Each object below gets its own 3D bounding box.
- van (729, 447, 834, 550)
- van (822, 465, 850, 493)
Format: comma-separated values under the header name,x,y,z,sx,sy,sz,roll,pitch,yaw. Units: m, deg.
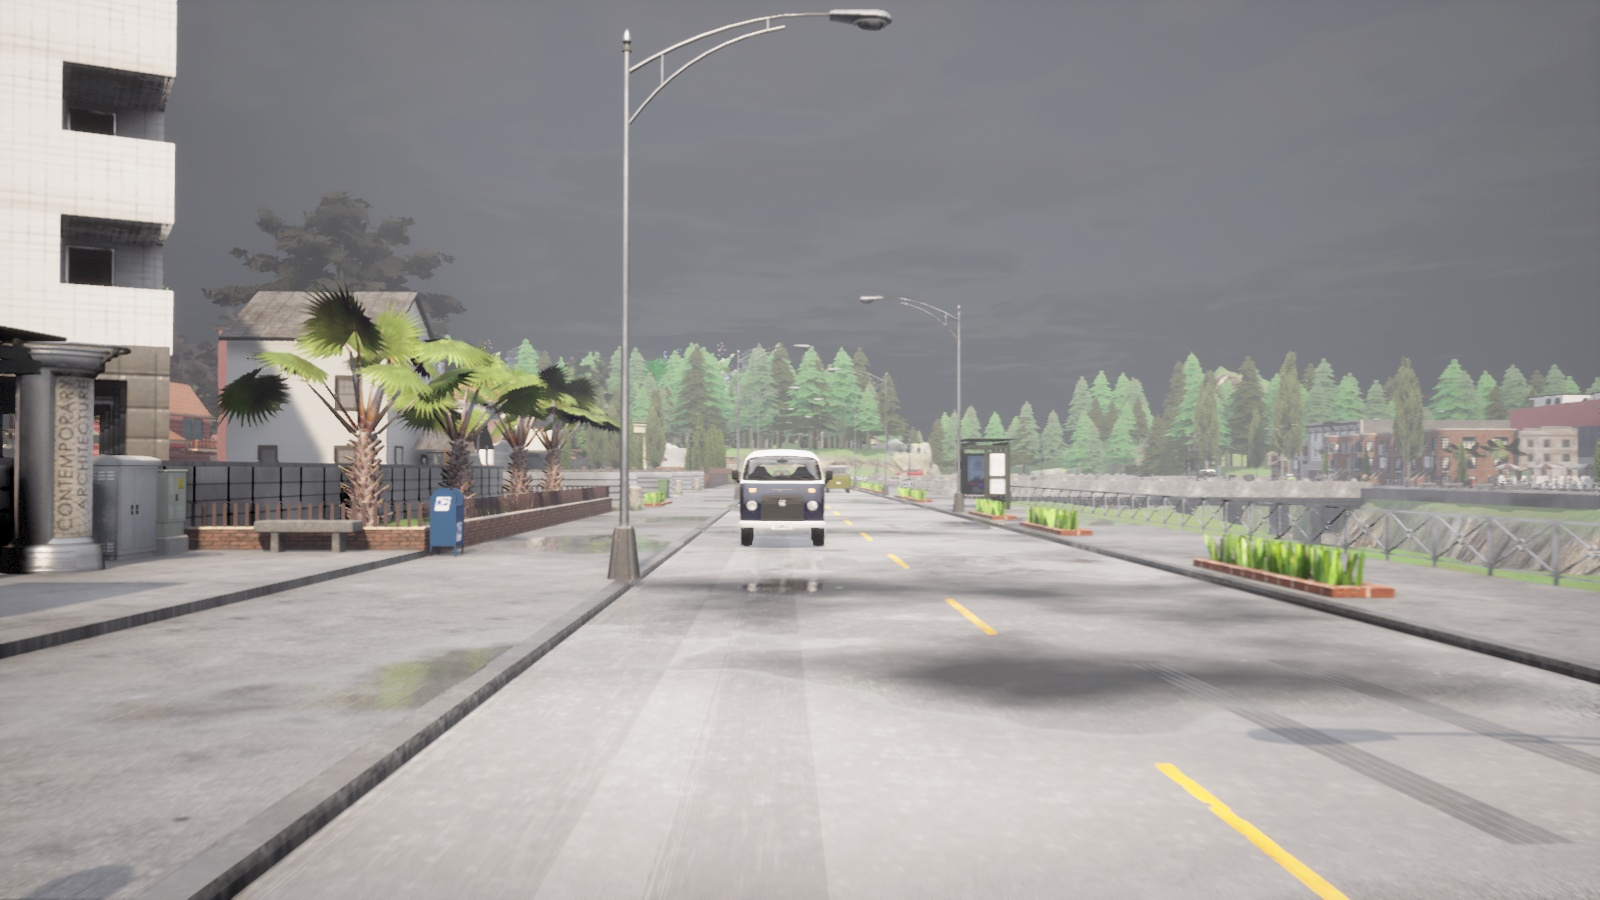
name,x,y,z,sx,sy,sz,roll,pitch,yaw
van,-0.410,0.994,27.100,2.069,2.038,4.480,0,-1,-1
van,2.594,2.079,91.002,1.775,1.987,4.442,0,-1,-1
